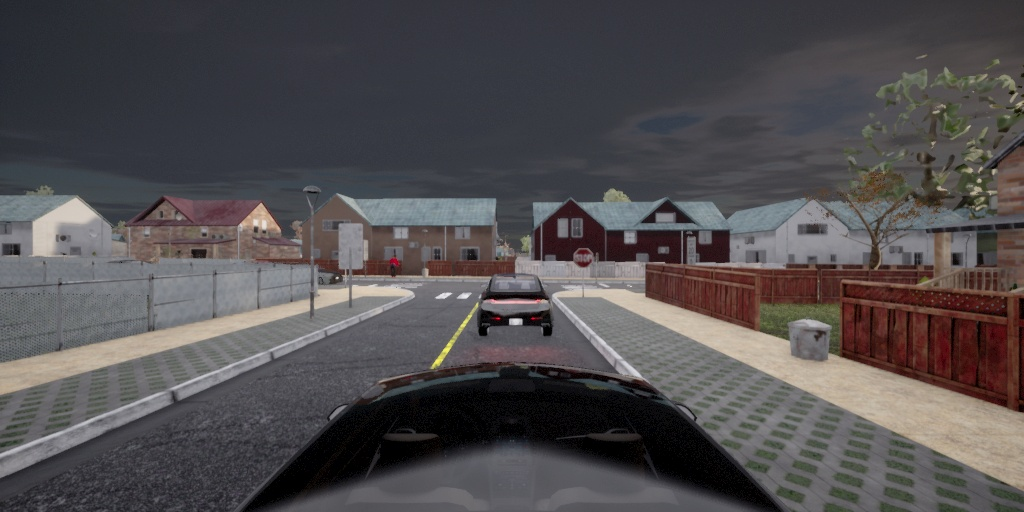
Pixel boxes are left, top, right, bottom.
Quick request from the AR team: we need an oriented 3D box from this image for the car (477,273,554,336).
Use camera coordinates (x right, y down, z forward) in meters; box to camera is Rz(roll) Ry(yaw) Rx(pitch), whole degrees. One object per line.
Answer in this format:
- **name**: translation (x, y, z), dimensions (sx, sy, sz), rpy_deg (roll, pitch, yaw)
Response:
- **car**: translation (0.077, 1.240, 10.321), dimensions (2.128, 1.511, 4.902), rpy_deg (0, 0, 0)

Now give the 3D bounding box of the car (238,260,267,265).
- **car**: translation (-18.518, 1.049, 25.827), dimensions (5.008, 1.535, 1.882), rpy_deg (1, 0, 1)

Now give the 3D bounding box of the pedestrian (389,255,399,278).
- **pedestrian**: translation (-9.430, 0.800, 28.542), dimensions (0.375, 1.860, 0.375), rpy_deg (0, 0, 1)

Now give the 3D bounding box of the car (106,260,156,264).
- **car**: translation (-24.060, 1.025, 22.966), dimensions (4.892, 1.490, 1.837), rpy_deg (0, 0, 1)

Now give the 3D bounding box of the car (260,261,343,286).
- **car**: translation (-13.064, 1.196, 22.759), dimensions (4.181, 1.385, 1.994), rpy_deg (1, 0, 2)
